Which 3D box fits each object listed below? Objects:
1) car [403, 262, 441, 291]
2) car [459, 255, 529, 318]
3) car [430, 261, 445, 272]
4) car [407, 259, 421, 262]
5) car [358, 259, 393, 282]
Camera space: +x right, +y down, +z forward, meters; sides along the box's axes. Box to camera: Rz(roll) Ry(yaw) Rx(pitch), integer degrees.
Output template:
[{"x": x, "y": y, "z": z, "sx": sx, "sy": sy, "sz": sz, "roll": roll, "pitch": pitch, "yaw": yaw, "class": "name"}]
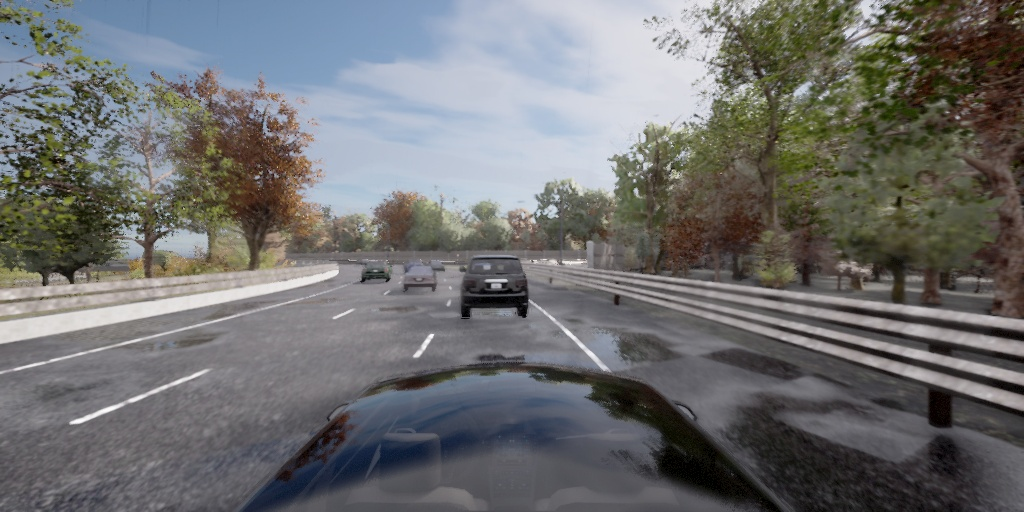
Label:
[{"x": -5.529, "y": 1.320, "z": 21.934, "sx": 2.033, "sy": 1.411, "sz": 5.357, "roll": 0, "pitch": 0, "yaw": -11, "class": "car"}, {"x": -0.747, "y": 0.976, "z": 13.221, "sx": 2.150, "sy": 2.045, "sz": 5.566, "roll": 0, "pitch": 0, "yaw": -6, "class": "car"}, {"x": -10.349, "y": 1.358, "z": 47.781, "sx": 1.994, "sy": 1.385, "sz": 4.181, "roll": 0, "pitch": 0, "yaw": -25, "class": "car"}, {"x": -11.642, "y": 1.150, "z": 42.224, "sx": 2.097, "sy": 1.767, "sz": 4.553, "roll": 0, "pitch": 0, "yaw": -21, "class": "car"}, {"x": -10.941, "y": 1.145, "z": 29.307, "sx": 2.097, "sy": 1.767, "sz": 4.553, "roll": 0, "pitch": 0, "yaw": -15, "class": "car"}]
